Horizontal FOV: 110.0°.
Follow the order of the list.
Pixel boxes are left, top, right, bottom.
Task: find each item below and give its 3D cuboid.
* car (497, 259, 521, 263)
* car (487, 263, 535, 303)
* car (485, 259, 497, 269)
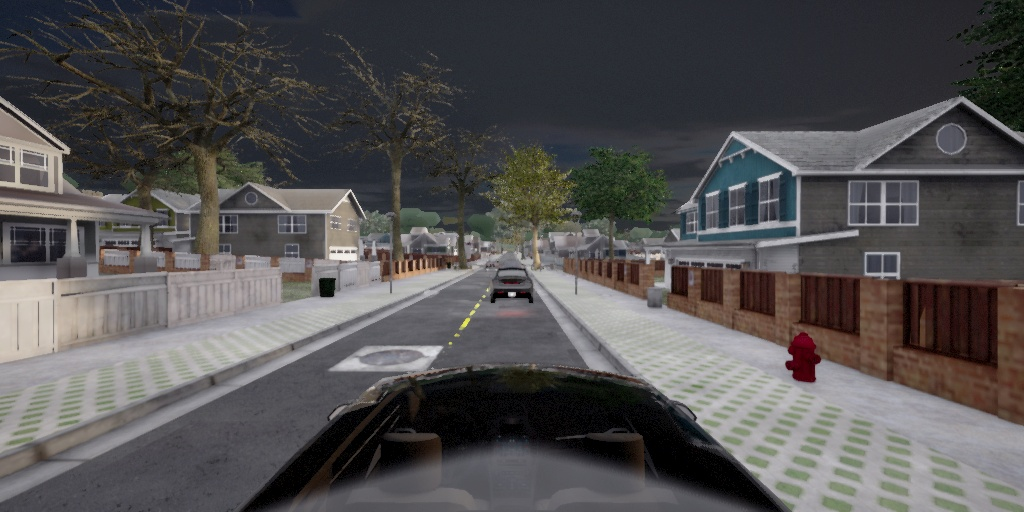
[{"bbox_3d":[0.000,1.028,31.467,2.097,1.767,4.553,0,0,0],"label":"car"},{"bbox_3d":[0.000,1.245,16.500,1.837,1.490,4.892,0,0,0],"label":"car"},{"bbox_3d":[-2.750,1.114,51.497,1.994,1.385,4.181,0,0,0],"label":"car"}]
